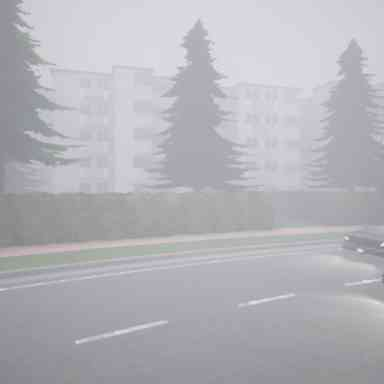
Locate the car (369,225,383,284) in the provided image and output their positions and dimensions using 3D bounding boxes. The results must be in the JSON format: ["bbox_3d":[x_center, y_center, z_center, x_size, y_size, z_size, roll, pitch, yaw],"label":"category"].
[{"bbox_3d":[6.717,1.487,7.187,5.357,1.411,2.033,0,1,-22],"label":"car"}]

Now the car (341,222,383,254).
[{"bbox_3d":[7.796,1.449,11.331,5.357,1.411,2.033,0,1,-19],"label":"car"}]
